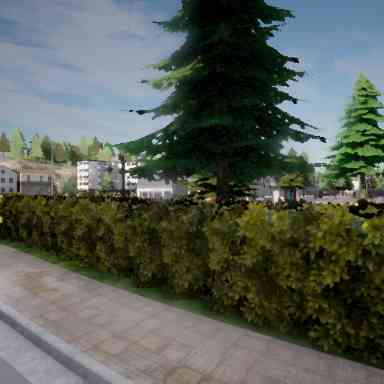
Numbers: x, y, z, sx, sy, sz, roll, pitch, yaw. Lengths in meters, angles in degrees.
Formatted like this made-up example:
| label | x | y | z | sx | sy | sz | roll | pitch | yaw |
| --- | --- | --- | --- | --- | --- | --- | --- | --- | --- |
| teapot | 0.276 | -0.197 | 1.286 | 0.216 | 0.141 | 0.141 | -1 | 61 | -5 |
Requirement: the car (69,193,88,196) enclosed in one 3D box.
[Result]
| label | x | y | z | sx | sy | sz | roll | pitch | yaw |
| --- | --- | --- | --- | --- | --- | --- | --- | --- | --- |
| car | -26.486 | 1.154 | 81.271 | 5.027 | 1.636 | 2.152 | 0 | 0 | -45 |

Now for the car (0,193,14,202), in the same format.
| label | x | y | z | sx | sy | sz | roll | pitch | yaw |
| --- | --- | --- | --- | --- | --- | --- | --- | --- | --- |
| car | -41.101 | 1.097 | 71.348 | 4.605 | 1.855 | 1.932 | 0 | 0 | -45 |

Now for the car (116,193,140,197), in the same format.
| label | x | y | z | sx | sy | sz | roll | pitch | yaw |
| --- | --- | --- | --- | --- | --- | --- | --- | --- | --- |
| car | -9.685 | 1.384 | 53.909 | 3.806 | 1.475 | 1.970 | 0 | 0 | -45 |

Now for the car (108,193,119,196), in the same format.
| label | x | y | z | sx | sy | sz | roll | pitch | yaw |
| --- | --- | --- | --- | --- | --- | --- | --- | --- | --- |
| car | -15.205 | 1.097 | 70.344 | 4.605 | 1.855 | 1.932 | 0 | 0 | -45 |

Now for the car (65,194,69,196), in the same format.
| label | x | y | z | sx | sy | sz | roll | pitch | yaw |
| --- | --- | --- | --- | --- | --- | --- | --- | --- | --- |
| car | -31.208 | 1.232 | 85.629 | 3.806 | 1.475 | 1.970 | 0 | 0 | -45 |

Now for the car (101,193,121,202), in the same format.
| label | x | y | z | sx | sy | sz | roll | pitch | yaw |
| --- | --- | --- | --- | --- | --- | --- | --- | --- | --- |
| car | -17.533 | 1.077 | 72.131 | 3.866 | 1.878 | 1.905 | 0 | 0 | -45 |

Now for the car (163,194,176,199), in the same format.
| label | x | y | z | sx | sy | sz | roll | pitch | yaw |
| --- | --- | --- | --- | --- | --- | --- | --- | --- | --- |
| car | -2.229 | 1.221 | 37.447 | 5.566 | 2.045 | 2.150 | 0 | 0 | -45 |

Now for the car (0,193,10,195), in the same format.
| label | x | y | z | sx | sy | sz | roll | pitch | yaw |
| --- | --- | --- | --- | --- | --- | --- | --- | --- | --- |
| car | -23.122 | 1.330 | 40.952 | 5.027 | 1.636 | 2.152 | 0 | 0 | -45 |

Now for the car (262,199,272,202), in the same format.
| label | x | y | z | sx | sy | sz | roll | pitch | yaw |
| --- | --- | --- | --- | --- | --- | --- | --- | --- | --- |
| car | 9.908 | 1.478 | 44.353 | 5.008 | 1.535 | 1.882 | 0 | 0 | -45 |
